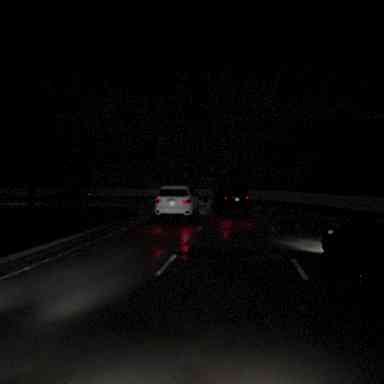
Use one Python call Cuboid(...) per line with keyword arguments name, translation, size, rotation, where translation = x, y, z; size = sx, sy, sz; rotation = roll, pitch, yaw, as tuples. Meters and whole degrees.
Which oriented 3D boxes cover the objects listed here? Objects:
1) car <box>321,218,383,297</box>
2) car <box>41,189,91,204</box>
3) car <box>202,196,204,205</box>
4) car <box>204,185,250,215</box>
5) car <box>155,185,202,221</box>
Cuboid(name="car", translation=(4.481, 1.320, 7.746), size=(2.033, 1.411, 5.357), rotation=(0, 2, 9))
Cuboid(name="car", translation=(-12.947, 0.458, 34.326), size=(4.902, 1.511, 2.128), rotation=(0, 1, -8))
Cuboid(name="car", translation=(2.664, 0.655, 32.008), size=(1.895, 1.301, 4.718), rotation=(-1, 2, -37))
Cuboid(name="car", translation=(2.583, 0.506, 24.204), size=(2.150, 2.045, 5.566), rotation=(1, 2, -7))
Cuboid(name="car", translation=(-0.822, 0.608, 20.609), size=(2.150, 2.045, 5.566), rotation=(0, 2, 5))
